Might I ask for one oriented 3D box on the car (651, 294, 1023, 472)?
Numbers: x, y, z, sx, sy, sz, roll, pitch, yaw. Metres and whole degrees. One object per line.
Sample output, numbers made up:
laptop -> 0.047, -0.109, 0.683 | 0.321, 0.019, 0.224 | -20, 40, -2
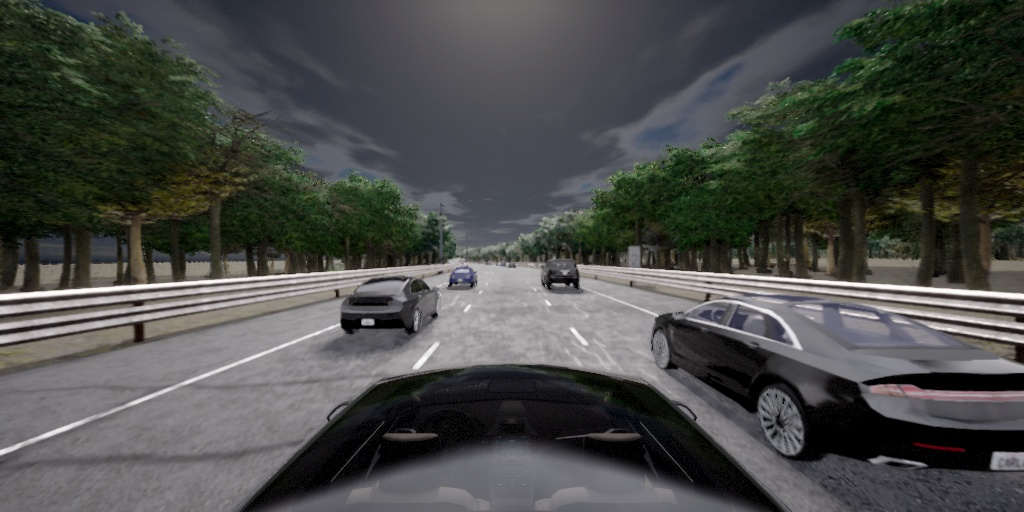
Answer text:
car -> 3.577, 1.276, 4.991 | 2.128, 1.511, 4.902 | 0, -1, 0

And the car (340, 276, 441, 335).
car -> -3.452, 1.358, 10.966 | 1.837, 1.490, 4.892 | 0, -1, 0

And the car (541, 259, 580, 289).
car -> 3.347, 1.229, 25.588 | 2.150, 2.045, 5.566 | 0, -1, -1

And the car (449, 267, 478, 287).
car -> -3.697, 1.559, 27.522 | 1.812, 1.442, 4.674 | 0, -1, -1
